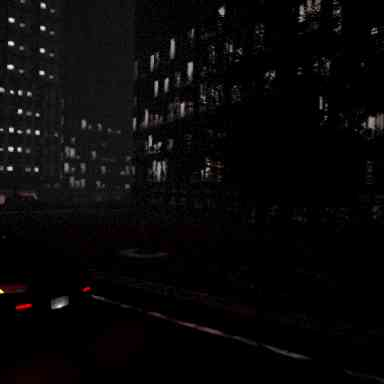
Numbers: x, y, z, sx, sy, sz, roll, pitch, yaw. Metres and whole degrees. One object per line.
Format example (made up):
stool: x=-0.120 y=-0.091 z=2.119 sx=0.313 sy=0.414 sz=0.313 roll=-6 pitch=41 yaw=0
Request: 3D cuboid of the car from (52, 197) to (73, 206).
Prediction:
car: x=-21.218 y=1.477 z=52.857 sx=4.403 sy=1.369 sz=2.008 roll=1 pitch=1 yaw=-34

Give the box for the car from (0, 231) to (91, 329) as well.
car: x=-3.868 y=1.487 z=6.404 sx=4.674 sy=1.442 sz=1.812 roll=1 pitch=0 yaw=36

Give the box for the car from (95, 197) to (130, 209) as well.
car: x=-12.093 y=1.768 z=49.555 sx=4.507 sy=1.381 sz=1.887 roll=1 pitch=1 yaw=-34

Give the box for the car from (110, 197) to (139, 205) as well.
car: x=-11.999 y=1.560 z=59.162 sx=4.829 sy=1.417 sz=1.752 roll=1 pitch=1 yaw=-34

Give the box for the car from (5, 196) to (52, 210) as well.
car: x=-21.445 y=1.428 z=43.149 sx=5.009 sy=1.841 sz=2.192 roll=1 pitch=1 yaw=-34
